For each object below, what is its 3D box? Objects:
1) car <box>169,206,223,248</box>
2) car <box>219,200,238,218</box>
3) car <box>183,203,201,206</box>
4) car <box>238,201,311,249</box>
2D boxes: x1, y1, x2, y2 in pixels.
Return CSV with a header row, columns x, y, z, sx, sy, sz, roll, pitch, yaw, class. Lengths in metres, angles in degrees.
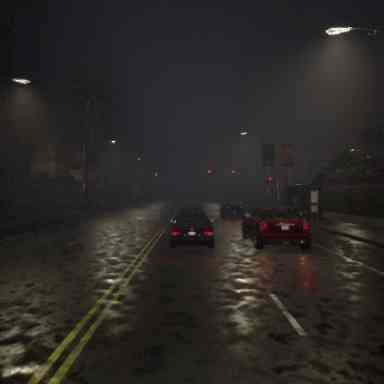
x,y,z,sx,sy,sz,roll,pitch,yaw,class
0.000,1.561,14.629,2.033,1.411,5.357,0,0,0,car
3.500,1.494,29.629,2.128,1.511,4.902,0,0,0,car
0.000,1.615,29.659,1.895,1.301,4.718,0,0,0,car
3.500,1.364,14.599,2.097,1.767,4.553,0,0,0,car
